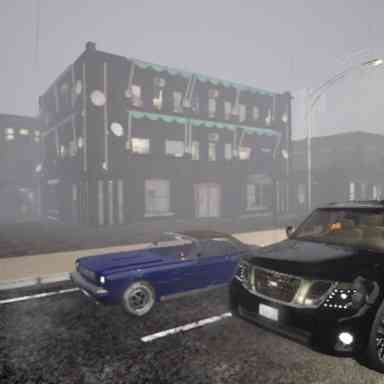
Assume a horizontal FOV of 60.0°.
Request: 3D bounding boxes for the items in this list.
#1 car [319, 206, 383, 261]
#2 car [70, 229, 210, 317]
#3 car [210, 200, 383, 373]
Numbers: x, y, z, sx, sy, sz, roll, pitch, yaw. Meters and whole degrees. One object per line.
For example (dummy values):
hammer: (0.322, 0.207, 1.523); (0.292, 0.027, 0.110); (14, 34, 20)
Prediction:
car: (7.246, 1.416, 12.844); (5.008, 1.535, 1.882); (0, 0, -35)
car: (-0.192, 1.582, 7.550); (4.718, 1.301, 1.895); (0, 0, -35)
car: (3.198, 1.194, 5.982); (5.566, 2.045, 2.150); (0, 0, -37)
